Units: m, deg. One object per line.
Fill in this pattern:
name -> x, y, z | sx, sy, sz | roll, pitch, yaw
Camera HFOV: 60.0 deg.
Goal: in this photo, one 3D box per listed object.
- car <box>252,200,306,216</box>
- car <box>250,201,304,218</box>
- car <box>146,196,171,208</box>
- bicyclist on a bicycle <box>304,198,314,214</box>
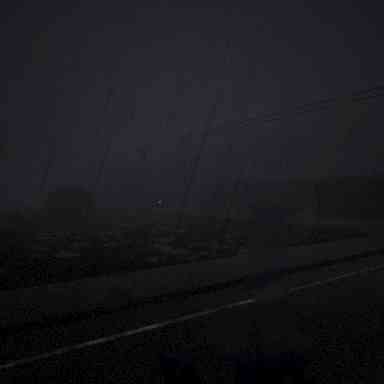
car -> 8.692, 1.573, 33.757 | 2.033, 1.411, 5.357 | 0, 0, -34
car -> 7.221, 1.518, 29.353 | 2.128, 1.511, 4.902 | 0, 0, -34
car -> -4.750, 1.378, 46.941 | 2.097, 1.767, 4.553 | 0, 0, -33
bicyclist on a bicycle -> 12.190, 1.469, 34.646 | 1.656, 1.620, 0.582 | -1, 1, -35
